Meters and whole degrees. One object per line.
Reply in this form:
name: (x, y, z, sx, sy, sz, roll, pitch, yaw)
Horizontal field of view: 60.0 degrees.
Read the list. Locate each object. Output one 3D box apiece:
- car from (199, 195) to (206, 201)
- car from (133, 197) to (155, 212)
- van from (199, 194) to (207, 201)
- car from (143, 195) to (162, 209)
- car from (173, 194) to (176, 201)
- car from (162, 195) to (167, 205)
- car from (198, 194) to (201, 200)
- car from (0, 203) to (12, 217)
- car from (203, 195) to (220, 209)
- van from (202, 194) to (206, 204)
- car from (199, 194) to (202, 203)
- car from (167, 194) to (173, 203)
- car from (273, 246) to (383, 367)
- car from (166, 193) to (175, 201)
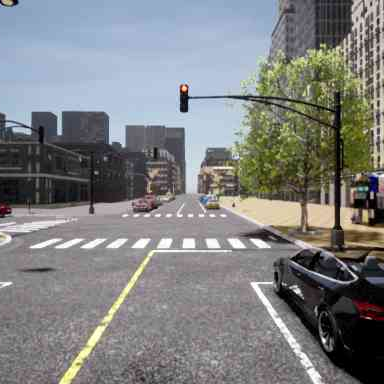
car: (2.740, 1.530, 88.397, 1.752, 1.417, 4.829, 0, 0, 0)
car: (-5.666, 1.583, 38.270, 1.802, 1.307, 4.206, 0, 0, 0)
van: (2.738, 1.345, 82.676, 1.690, 1.788, 3.998, 0, 0, 0)
car: (-5.662, 1.316, 43.821, 2.192, 1.841, 5.009, 0, 0, 0)
car: (-5.644, 1.555, 82.678, 2.008, 1.369, 4.403, 0, 0, 0)
car: (-5.658, 1.553, 54.923, 2.008, 1.369, 4.403, 0, 0, 0)
car: (2.731, 1.569, 71.574, 1.947, 1.339, 4.313, 0, 0, 0)
car: (-17.254, 1.370, 27.279, 4.507, 1.381, 1.887, 1, -1, -1)
car: (2.717, 1.526, 43.989, 1.752, 1.417, 4.829, 0, 0, 0)
van: (2.721, 1.342, 49.370, 1.690, 1.788, 3.998, 0, 0, 0)
car: (2.725, 1.553, 60.472, 2.008, 1.369, 4.403, 0, 0, 0)
car: (-5.649, 1.528, 71.406, 1.752, 1.417, 4.829, 0, 0, 0)
car: (2.698, 1.566, 5.790, 1.947, 1.339, 4.313, 0, 0, 0)
car: (-5.640, 1.320, 88.229, 2.192, 1.841, 5.009, 0, 0, 0)
